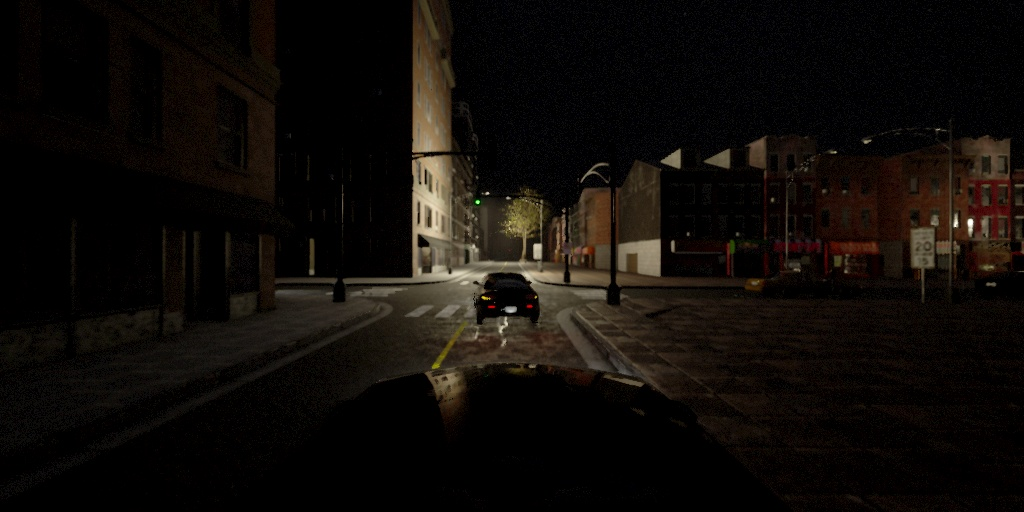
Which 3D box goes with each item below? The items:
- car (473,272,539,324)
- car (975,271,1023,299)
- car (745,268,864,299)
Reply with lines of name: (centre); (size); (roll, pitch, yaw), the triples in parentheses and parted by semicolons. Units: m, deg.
car: (-0.291, 1.238, 11.795); (1.812, 1.442, 4.674); (0, 0, -7)
car: (24.964, 1.407, 17.133); (4.313, 1.339, 1.948); (0, 0, 0)
car: (13.883, 1.289, 17.120); (4.829, 1.417, 1.751); (0, 0, 0)
